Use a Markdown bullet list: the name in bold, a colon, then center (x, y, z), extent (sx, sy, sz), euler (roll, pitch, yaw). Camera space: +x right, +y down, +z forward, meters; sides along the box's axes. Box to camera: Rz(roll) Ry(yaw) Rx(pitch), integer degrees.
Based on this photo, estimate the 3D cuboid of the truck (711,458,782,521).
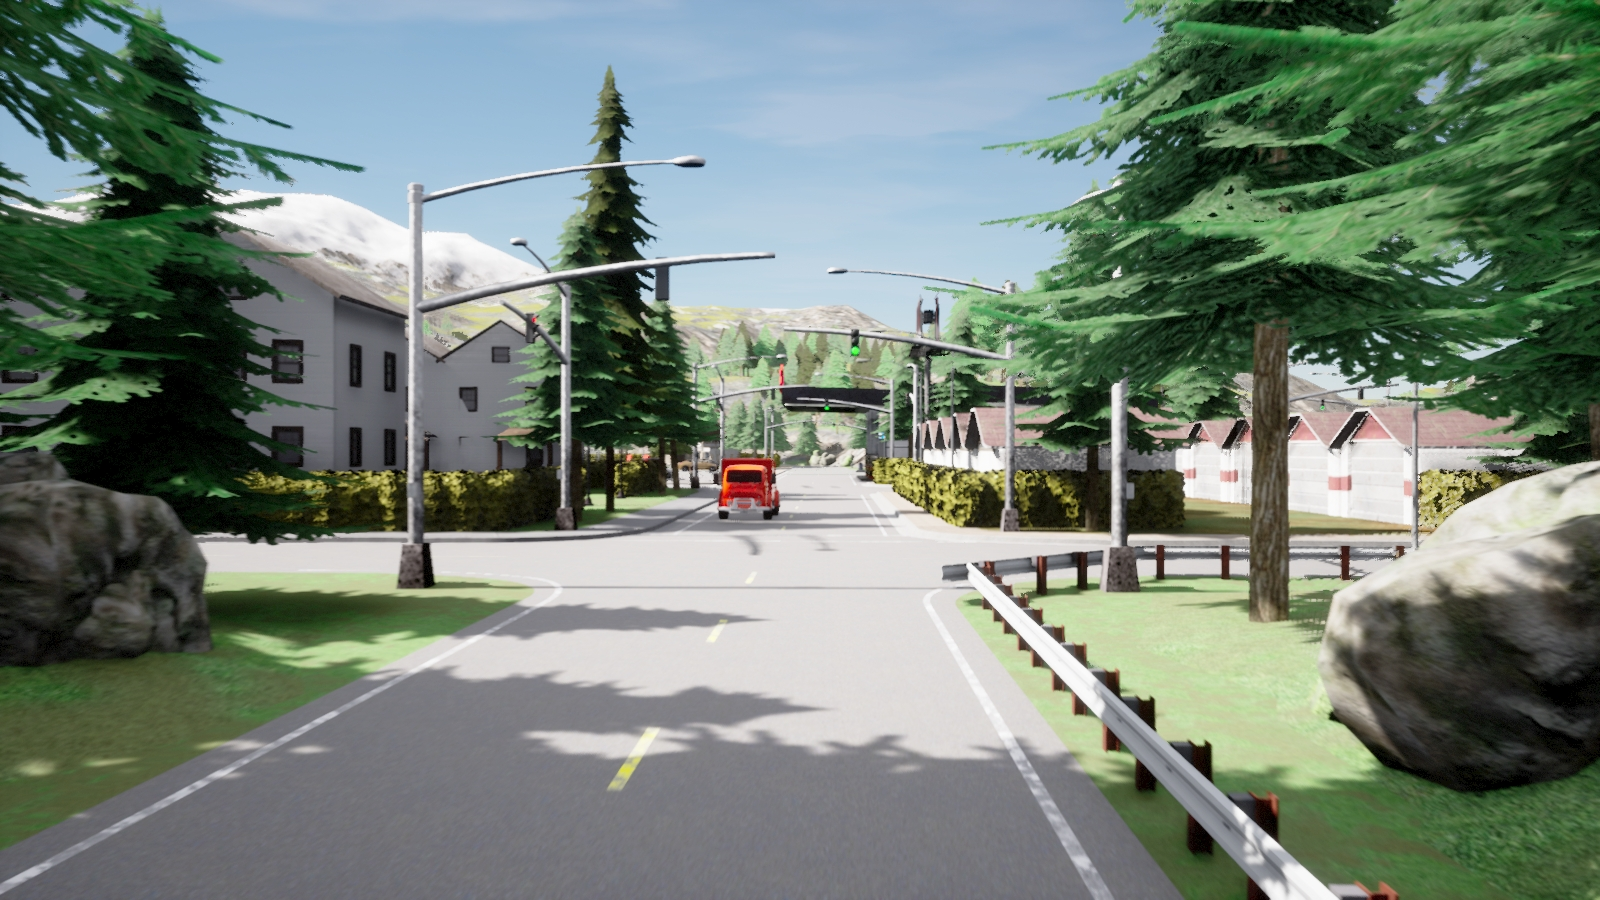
- **truck**: center (-2.164, 1.564, 47.518), extent (2.627, 2.467, 5.204), euler (0, 0, 1)
